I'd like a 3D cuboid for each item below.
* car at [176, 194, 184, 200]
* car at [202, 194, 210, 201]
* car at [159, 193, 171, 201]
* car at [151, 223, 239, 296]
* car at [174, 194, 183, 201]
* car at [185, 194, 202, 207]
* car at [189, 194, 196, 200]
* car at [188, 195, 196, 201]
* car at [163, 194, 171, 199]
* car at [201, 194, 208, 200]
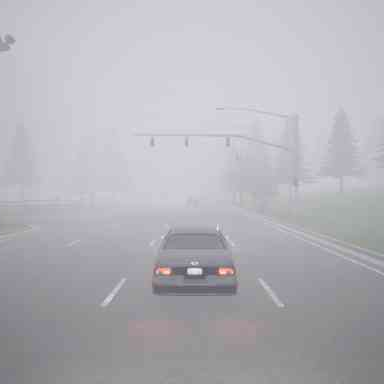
[{"bbox_3d":[-3.453,1.350,93.904,2.128,1.511,4.902,0,0,0],"label":"car"},{"bbox_3d":[3.542,1.485,83.481,1.837,1.490,4.892,0,0,0],"label":"car"},{"bbox_3d":[-6.958,1.210,83.516,2.150,2.045,5.566,0,0,0],"label":"car"},{"bbox_3d":[0.071,1.547,8.800,2.033,1.411,5.357,0,0,0],"label":"car"},{"bbox_3d":[-3.458,1.510,83.901,1.812,1.442,4.674,0,0,0],"label":"car"},{"bbox_3d":[0.024,1.348,52.839,2.097,1.767,4.553,0,0,0],"label":"car"},{"bbox_3d":[0.047,1.303,93.902,1.882,1.535,5.008,0,0,0],"label":"car"},{"bbox_3d":[0.042,1.525,83.482,2.033,1.411,5.357,0,0,0],"label":"car"},{"bbox_3d":[-6.953,1.378,93.906,1.994,1.385,4.181,0,0,0],"label":"car"},{"bbox_3d":[3.547,1.303,93.901,1.882,1.535,5.008,0,0,0],"label":"car"}]
